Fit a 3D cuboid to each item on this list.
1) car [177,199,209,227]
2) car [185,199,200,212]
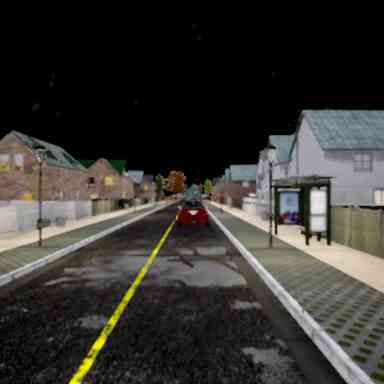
[{"bbox_3d":[0.085,1.405,23.515,2.097,1.767,4.553,0,0,0],"label":"car"},{"bbox_3d":[0.076,1.675,42.495,1.812,1.442,4.674,0,0,0],"label":"car"}]
